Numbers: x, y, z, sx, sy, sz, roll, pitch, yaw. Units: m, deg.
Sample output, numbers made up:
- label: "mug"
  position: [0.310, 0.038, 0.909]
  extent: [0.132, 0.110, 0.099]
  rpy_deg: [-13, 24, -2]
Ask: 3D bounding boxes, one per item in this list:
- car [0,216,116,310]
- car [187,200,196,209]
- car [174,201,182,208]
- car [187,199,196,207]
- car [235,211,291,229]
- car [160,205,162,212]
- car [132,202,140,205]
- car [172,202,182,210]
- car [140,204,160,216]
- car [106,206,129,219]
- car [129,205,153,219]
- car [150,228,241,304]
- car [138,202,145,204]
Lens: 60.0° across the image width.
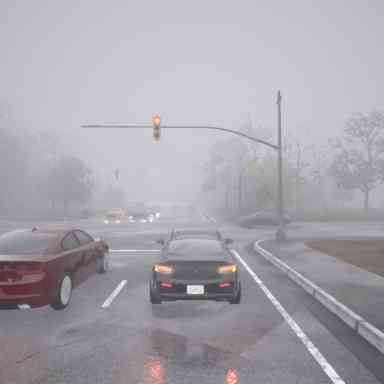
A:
- label: "car"
  position: [-3.427, 1.555, 8.048]
  extent: [1.882, 1.535, 5.008]
  rpy_deg: [0, -1, 0]
- label: "car"
  position: [-0.099, 3.293, 77.203]
  extent: [1.994, 1.385, 4.181]
  rpy_deg: [0, 0, 0]
- label: "car"
  position: [-3.712, 3.214, 86.815]
  extent: [1.812, 1.442, 4.674]
  rpy_deg: [0, 0, -3]
- label: "car"
  position: [-0.204, 2.881, 86.937]
  extent: [2.097, 1.767, 4.553]
  rpy_deg: [0, 0, -3]
- label: "car"
  position: [5.974, 2.316, 28.176]
  extent: [4.674, 1.442, 1.812]
  rpy_deg: [0, -3, -6]
- label: "car"
  position: [-7.107, 3.300, 66.630]
  extent: [2.128, 1.511, 4.902]
  rpy_deg: [0, 0, 0]
- label: "car"
  position: [-10.655, 3.097, 55.829]
  extent: [2.097, 1.767, 4.553]
  rpy_deg: [0, -1, 0]
- label: "car"
  position: [-3.598, 3.345, 76.904]
  extent: [1.895, 1.301, 4.718]
  rpy_deg: [0, 0, 0]
- label: "car"
  position: [-7.157, 3.247, 56.573]
  extent: [2.128, 1.511, 4.902]
  rpy_deg: [0, -1, 0]
- label: "car"
  position: [-10.657, 3.025, 46.969]
  extent: [1.882, 1.535, 5.008]
  rpy_deg: [0, -2, 0]
- label: "car"
  position: [-7.147, 3.029, 47.103]
  extent: [1.882, 1.535, 5.008]
  rpy_deg: [0, -2, 1]
- label: "car"
  position: [0.070, 1.605, 8.191]
  extent: [1.812, 1.442, 4.674]
  rpy_deg: [0, -1, 0]
- label: "car"
  position: [-10.607, 3.030, 66.489]
  extent: [2.150, 2.045, 5.566]
  rpy_deg: [0, 0, 0]
